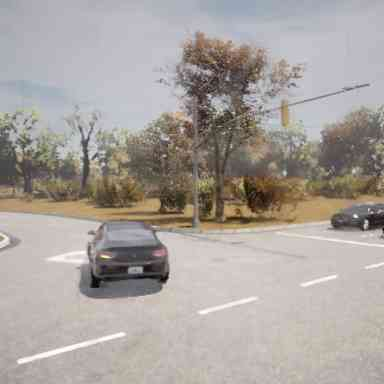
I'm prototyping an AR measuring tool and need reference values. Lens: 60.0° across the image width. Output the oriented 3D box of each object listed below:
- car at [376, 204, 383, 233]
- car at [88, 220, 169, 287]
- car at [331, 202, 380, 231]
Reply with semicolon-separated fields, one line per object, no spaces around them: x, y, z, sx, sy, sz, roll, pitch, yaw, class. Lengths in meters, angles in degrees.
11.175;1.425;16.248;4.674;1.442;1.812;0;0;-36;car
-1.890;1.505;9.312;1.812;1.442;4.674;1;0;-17;car
10.260;1.396;19.892;4.892;1.490;1.837;0;0;-35;car
